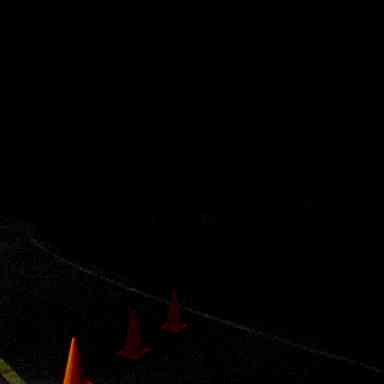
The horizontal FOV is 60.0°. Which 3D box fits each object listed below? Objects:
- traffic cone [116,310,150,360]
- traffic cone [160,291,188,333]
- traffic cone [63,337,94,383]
[{"bbox_3d":[-0.812,1.938,4.626,0.340,0.580,0.340,1,1,31],"label":"traffic cone"},{"bbox_3d":[-0.293,1.932,5.477,0.340,0.580,0.340,1,1,31],"label":"traffic cone"},{"bbox_3d":[-1.331,1.945,3.775,0.340,0.580,0.340,1,1,31],"label":"traffic cone"}]
